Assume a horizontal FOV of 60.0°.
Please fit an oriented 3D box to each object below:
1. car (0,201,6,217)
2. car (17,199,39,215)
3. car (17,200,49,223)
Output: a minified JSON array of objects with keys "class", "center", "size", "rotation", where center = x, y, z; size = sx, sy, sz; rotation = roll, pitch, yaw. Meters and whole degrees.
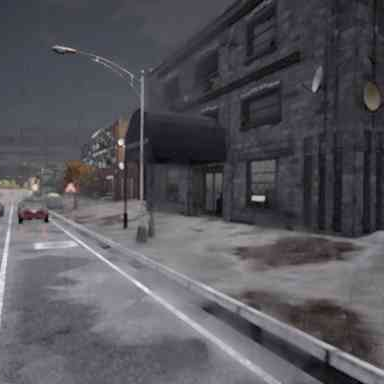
[{"class":"car","center":[-19.533,1.617,32.797],"size":[2.128,1.511,4.902],"rotation":[0,0,-28]},{"class":"car","center":[-18.642,1.649,37.667],"size":[2.033,1.411,5.357],"rotation":[0,2,-28]},{"class":"car","center":[-12.865,1.477,26.873],"size":[2.097,1.767,4.553],"rotation":[0,0,-28]}]
